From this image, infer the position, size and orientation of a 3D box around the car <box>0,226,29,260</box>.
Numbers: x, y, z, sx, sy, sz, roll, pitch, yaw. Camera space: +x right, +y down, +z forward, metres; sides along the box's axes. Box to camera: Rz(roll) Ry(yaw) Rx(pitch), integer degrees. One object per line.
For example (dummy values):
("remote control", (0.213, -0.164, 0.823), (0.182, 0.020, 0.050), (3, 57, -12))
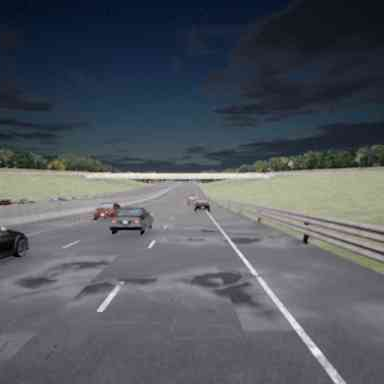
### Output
("car", (-6.896, 1.583, 10.327), (1.994, 1.385, 4.181), (0, 0, 0))

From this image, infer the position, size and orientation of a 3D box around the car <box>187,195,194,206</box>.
("car", (0.003, 1.723, 59.610), (2.128, 1.511, 4.902), (0, 0, 0))

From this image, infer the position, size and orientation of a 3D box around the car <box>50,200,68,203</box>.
("car", (-17.560, 1.703, 43.781), (2.033, 1.411, 5.357), (0, 0, 0))

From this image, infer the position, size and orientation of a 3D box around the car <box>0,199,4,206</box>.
("car", (-24.565, 1.622, 42.066), (1.882, 1.535, 5.008), (0, 0, 0))

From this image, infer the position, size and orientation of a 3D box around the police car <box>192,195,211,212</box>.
("police car", (1.238, 1.564, 40.838), (1.930, 1.638, 5.238), (0, 0, 0))

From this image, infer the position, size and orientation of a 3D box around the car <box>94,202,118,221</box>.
("car", (-6.890, 1.600, 27.966), (1.812, 1.442, 4.674), (0, 0, 0))

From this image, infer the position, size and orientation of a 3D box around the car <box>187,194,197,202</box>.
("car", (0.017, 1.358, 75.566), (2.097, 1.767, 4.553), (0, 1, 0))

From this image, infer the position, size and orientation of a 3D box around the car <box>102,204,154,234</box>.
("car", (-3.394, 1.591, 19.392), (2.033, 1.411, 5.357), (0, 0, 0))

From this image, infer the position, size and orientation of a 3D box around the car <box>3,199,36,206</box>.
("car", (-21.072, 1.744, 41.725), (1.895, 1.301, 4.718), (0, 0, 0))
